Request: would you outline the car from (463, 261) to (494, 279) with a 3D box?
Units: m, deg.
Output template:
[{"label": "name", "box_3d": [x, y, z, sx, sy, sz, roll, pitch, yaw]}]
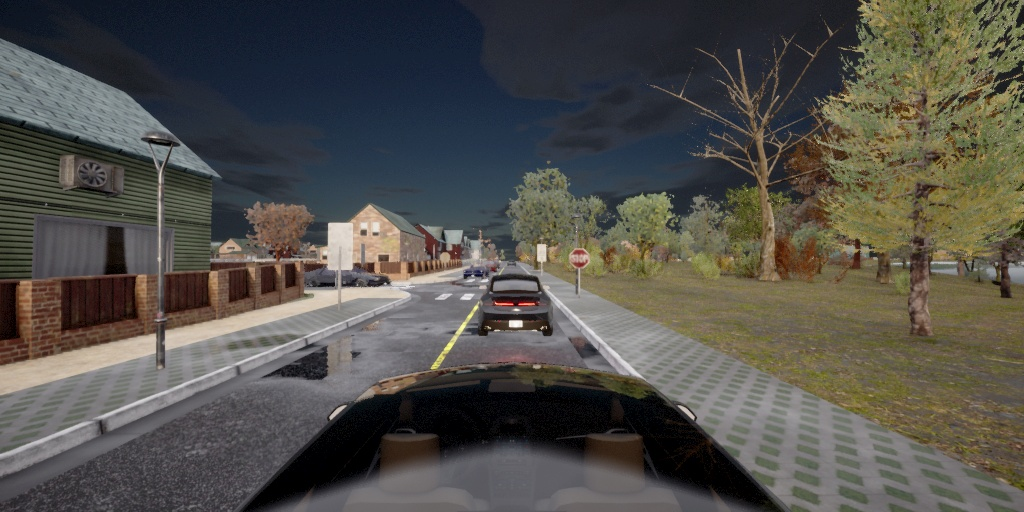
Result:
[{"label": "car", "box_3d": [-3.157, 1.395, 32.717, 1.895, 1.301, 4.718, 0, 0, 4]}]

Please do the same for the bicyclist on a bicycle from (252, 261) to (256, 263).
[{"label": "bicyclist on a bicycle", "box_3d": [-20.276, 1.239, 28.334, 0.582, 1.620, 1.656, 0, -1, 2]}]

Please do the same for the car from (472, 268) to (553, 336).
[{"label": "car", "box_3d": [0.079, 1.262, 10.378, 1.837, 1.490, 4.892, 0, 0, 0]}]

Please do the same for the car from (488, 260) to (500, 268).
[{"label": "car", "box_3d": [-2.898, 1.304, 44.954, 1.882, 1.535, 5.008, 0, 0, 0]}]

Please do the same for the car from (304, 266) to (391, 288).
[{"label": "car", "box_3d": [-10.263, 1.300, 21.922, 5.357, 1.411, 2.033, 0, -2, 7]}]
